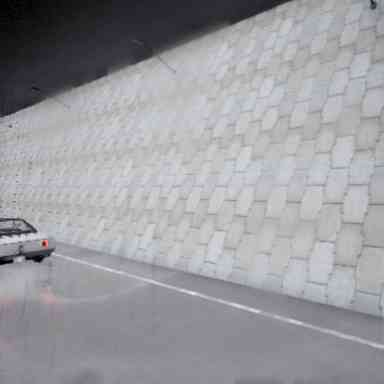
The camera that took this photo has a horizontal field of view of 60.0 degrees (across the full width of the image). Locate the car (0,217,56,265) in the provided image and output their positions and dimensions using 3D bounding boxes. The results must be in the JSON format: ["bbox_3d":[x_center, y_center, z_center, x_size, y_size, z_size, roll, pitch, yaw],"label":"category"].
[{"bbox_3d":[-6.070,1.425,10.032,4.718,1.301,1.895,1,2,42],"label":"car"}]
